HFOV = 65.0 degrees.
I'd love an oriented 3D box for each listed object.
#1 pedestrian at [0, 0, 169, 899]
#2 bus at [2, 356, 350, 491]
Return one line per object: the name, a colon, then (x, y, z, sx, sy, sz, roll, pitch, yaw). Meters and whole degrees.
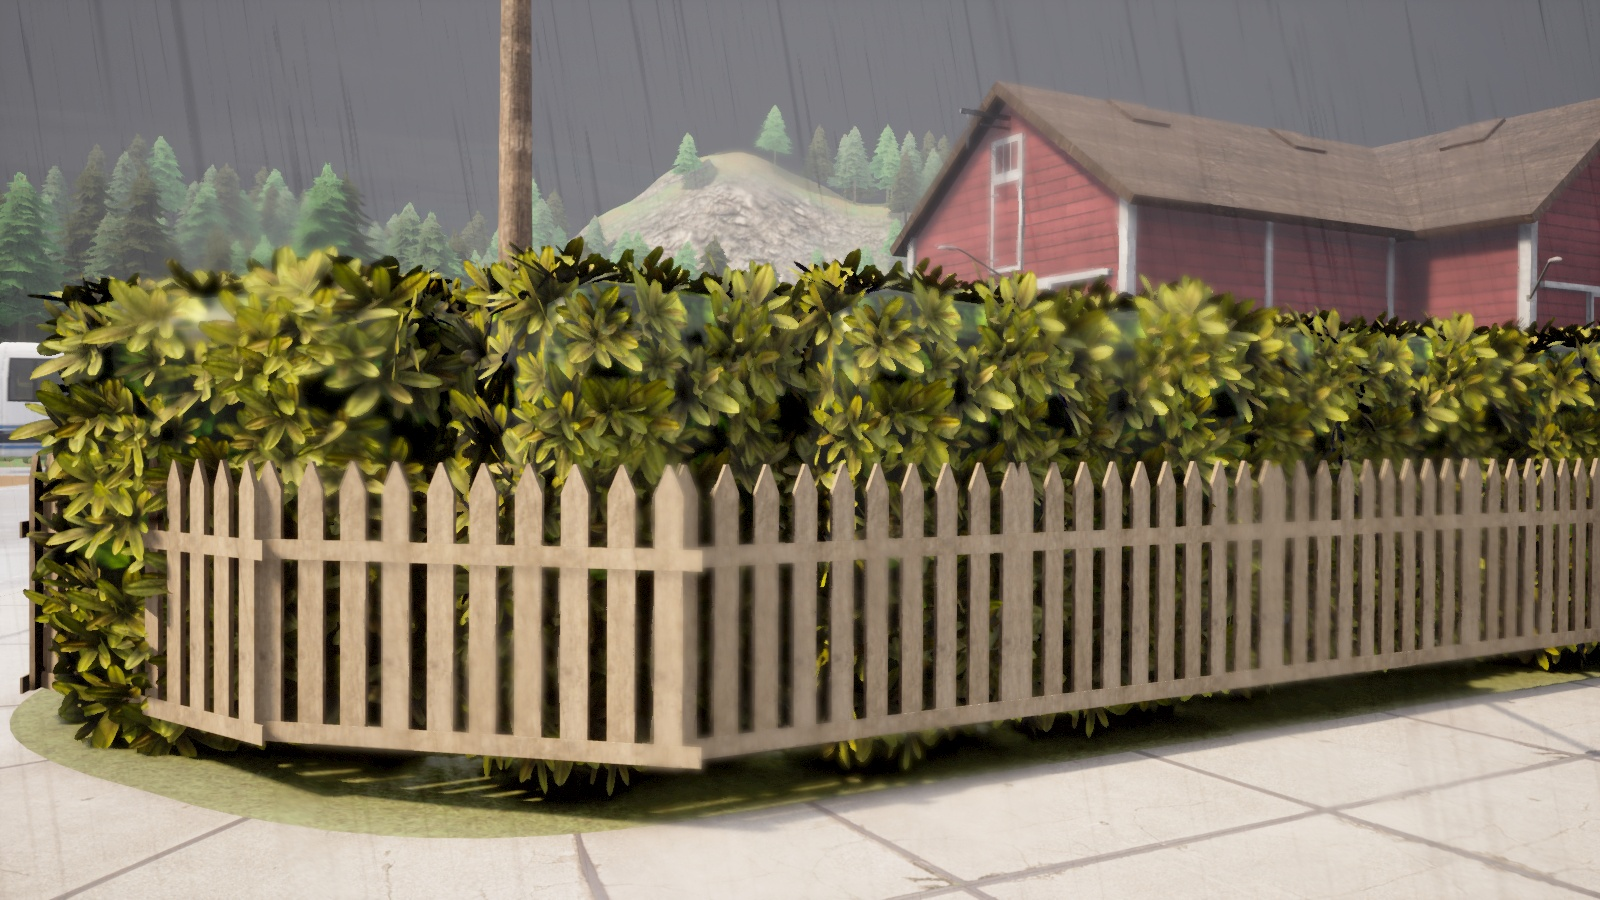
pedestrian: (-0.938, 0.594, 0.746, 0.900, 1.855, 0.874, -1, 1, -35)
bus: (-21.400, -0.967, 43.561, 10.273, 4.253, 3.944, -2, 1, -29)
